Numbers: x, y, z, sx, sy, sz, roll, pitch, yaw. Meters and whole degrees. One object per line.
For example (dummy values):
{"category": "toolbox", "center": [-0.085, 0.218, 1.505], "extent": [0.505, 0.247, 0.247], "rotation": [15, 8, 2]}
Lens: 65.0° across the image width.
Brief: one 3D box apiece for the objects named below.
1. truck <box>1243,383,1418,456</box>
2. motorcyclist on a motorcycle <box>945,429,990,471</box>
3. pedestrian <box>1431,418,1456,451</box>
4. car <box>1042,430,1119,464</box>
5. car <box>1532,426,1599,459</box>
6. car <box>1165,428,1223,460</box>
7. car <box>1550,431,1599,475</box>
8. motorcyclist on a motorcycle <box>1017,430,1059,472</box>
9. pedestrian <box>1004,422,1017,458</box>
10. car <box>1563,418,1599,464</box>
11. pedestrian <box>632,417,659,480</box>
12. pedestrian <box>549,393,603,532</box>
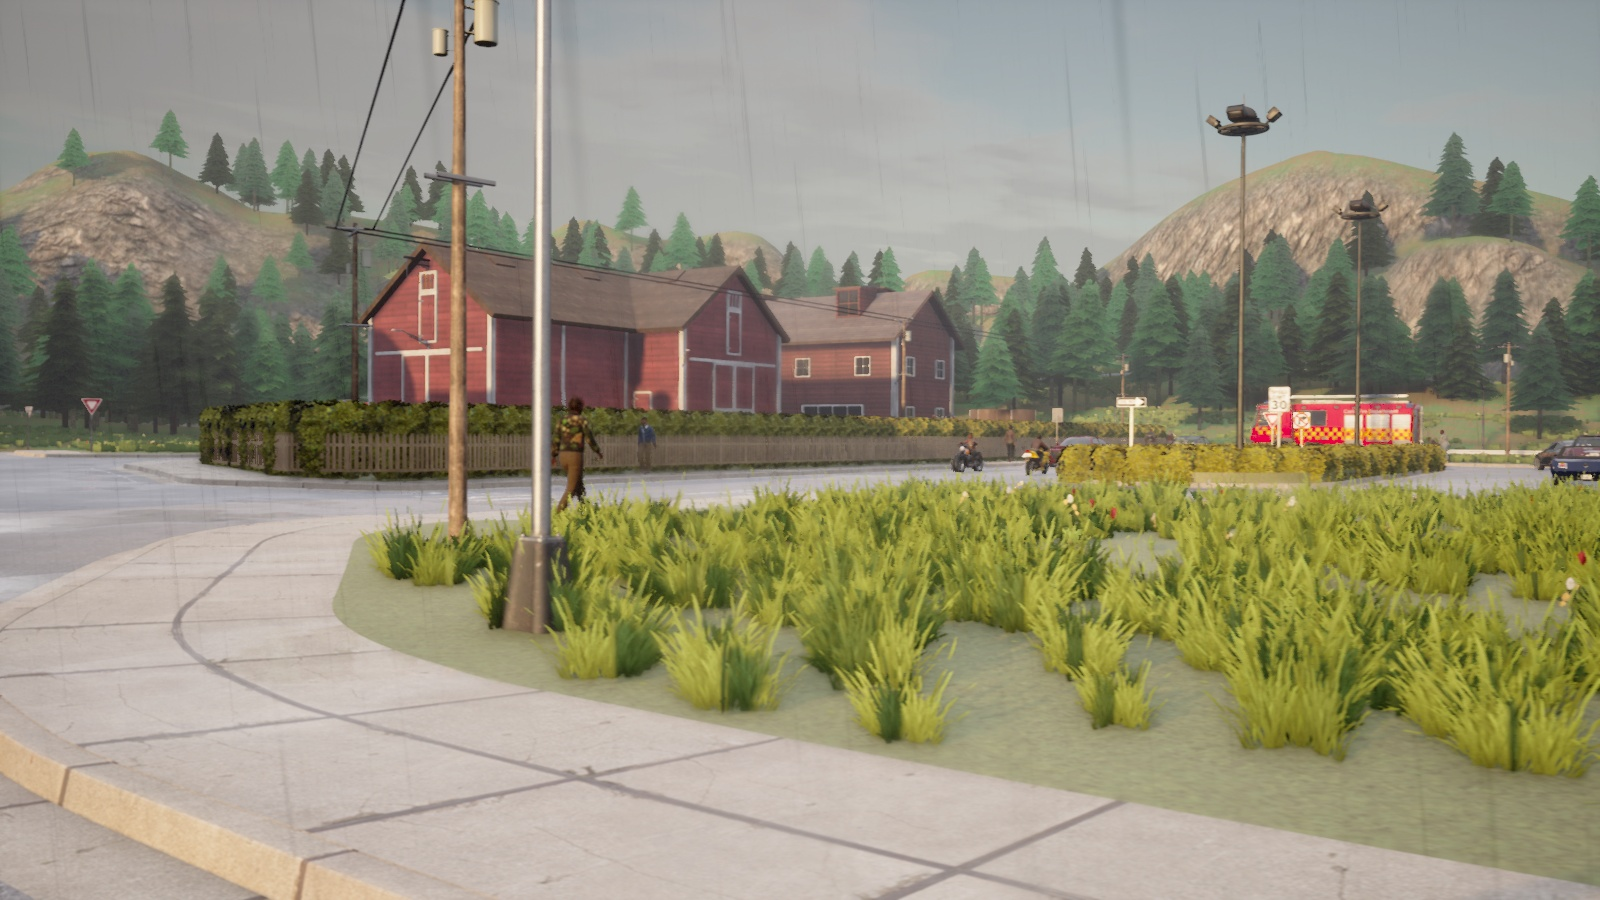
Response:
{"category": "truck", "center": [29.188, -1.616, 69.286], "extent": [8.468, 3.827, 2.891], "rotation": [0, 1, 35]}
{"category": "motorcyclist on a motorcycle", "center": [6.672, -0.014, 49.929], "extent": [0.766, 1.649, 2.350], "rotation": [0, 1, 34]}
{"category": "pedestrian", "center": [35.972, -0.878, 70.201], "extent": [0.874, 1.855, 0.900], "rotation": [-1, 1, -34]}
{"category": "car", "center": [13.448, -0.187, 60.057], "extent": [1.882, 1.535, 5.008], "rotation": [0, 1, 34]}
{"category": "car", "center": [35.903, -0.367, 58.624], "extent": [1.812, 1.442, 4.674], "rotation": [0, 1, 15]}
{"category": "car", "center": [19.932, -0.299, 63.453], "extent": [1.789, 1.549, 3.705], "rotation": [0, 1, 34]}
{"category": "car", "center": [25.122, 0.058, 40.017], "extent": [1.895, 1.301, 4.718], "rotation": [0, 1, 33]}
{"category": "motorcyclist on a motorcycle", "center": [8.922, 0.030, 46.998], "extent": [0.797, 1.523, 2.044], "rotation": [0, 1, 34]}
{"category": "pedestrian", "center": [10.547, -0.512, 62.835], "extent": [0.328, 1.805, 0.869], "rotation": [0, 1, 32]}
{"category": "car", "center": [31.584, -0.377, 49.810], "extent": [2.097, 1.767, 4.553], "rotation": [0, 1, 34]}
{"category": "pedestrian", "center": [-4.855, -0.052, 39.417], "extent": [0.423, 1.949, 0.788], "rotation": [0, 1, 29]}
{"category": "pedestrian", "center": [-3.174, 0.168, 17.812], "extent": [0.395, 1.930, 0.692], "rotation": [0, 1, 27]}
